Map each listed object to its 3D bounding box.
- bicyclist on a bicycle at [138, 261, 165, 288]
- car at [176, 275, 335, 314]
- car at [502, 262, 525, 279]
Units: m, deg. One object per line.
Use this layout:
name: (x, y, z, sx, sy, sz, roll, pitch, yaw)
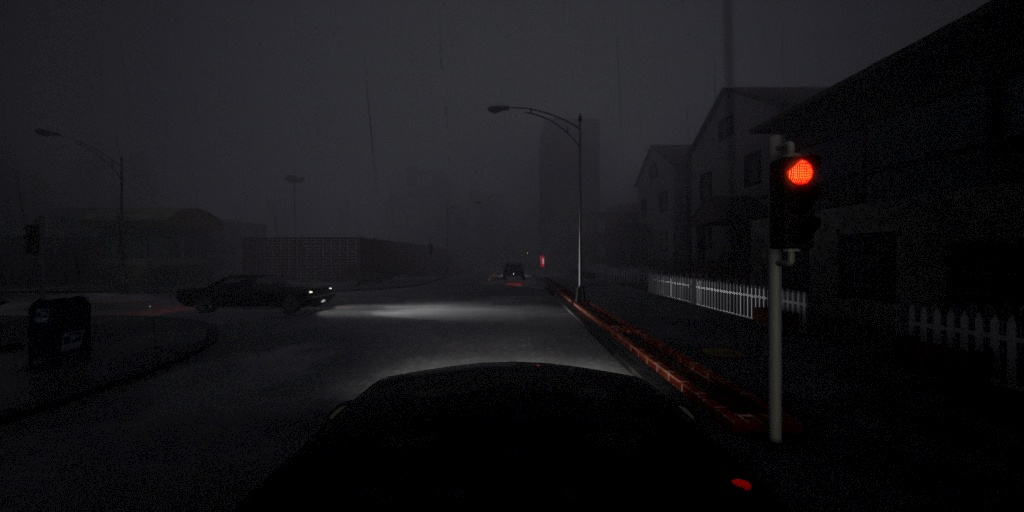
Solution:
bicyclist on a bicycle: (-21.728, 1.099, 21.633, 0.582, 1.620, 1.656, 0, 0, 0)
car: (-9.243, 1.351, 13.276, 4.718, 1.301, 1.895, 0, 0, -2)
car: (0.147, 1.255, 32.989, 1.837, 1.490, 4.892, 0, 0, 0)
